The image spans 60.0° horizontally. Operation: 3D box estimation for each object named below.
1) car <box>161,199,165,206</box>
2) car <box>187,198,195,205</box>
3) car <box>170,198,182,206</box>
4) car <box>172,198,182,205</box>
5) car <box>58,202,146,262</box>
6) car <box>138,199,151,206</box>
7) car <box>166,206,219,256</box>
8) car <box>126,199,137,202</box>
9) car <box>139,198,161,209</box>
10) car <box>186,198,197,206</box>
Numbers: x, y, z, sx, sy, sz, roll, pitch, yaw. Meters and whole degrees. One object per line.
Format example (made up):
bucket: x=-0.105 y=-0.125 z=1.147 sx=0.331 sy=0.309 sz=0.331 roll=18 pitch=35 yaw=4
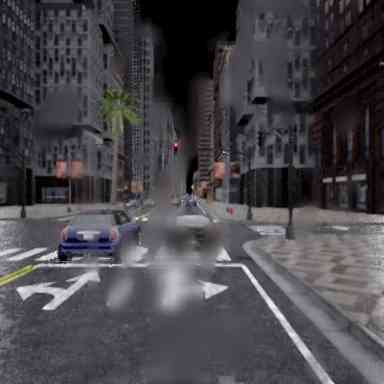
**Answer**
car: x=-6.663 y=2.118 z=69.040 sx=2.033 sy=1.411 sz=5.357 roll=0 pitch=-1 yaw=0
car: x=-0.181 y=2.131 z=76.719 sx=1.837 sy=1.490 sz=4.892 roll=0 pitch=-1 yaw=0
car: x=-3.408 y=2.157 z=66.676 sx=1.994 sy=1.385 sz=4.181 roll=0 pitch=-1 yaw=0
car: x=-3.432 y=2.170 z=76.711 sx=2.033 sy=1.411 sz=5.357 roll=0 pitch=-1 yaw=0
car: x=-3.224 y=1.427 z=12.508 sx=2.097 sy=1.767 sz=4.553 roll=0 pitch=0 yaw=0
car: x=-9.914 y=2.132 z=69.406 sx=1.994 sy=1.385 sz=4.181 roll=0 pitch=-1 yaw=0
car: x=0.030 y=1.559 z=13.482 sx=1.882 sy=1.535 sz=5.008 roll=0 pitch=0 yaw=0
car: x=-9.945 y=1.919 z=54.297 sx=2.128 sy=1.511 sz=4.902 roll=0 pitch=-1 yaw=0
car: x=-6.694 y=1.773 z=53.824 sx=2.097 sy=1.767 sz=4.553 roll=0 pitch=-1 yaw=0
car: x=-0.129 y=2.076 z=63.646 sx=1.812 sy=1.442 sz=4.674 roll=0 pitch=-1 yaw=0
